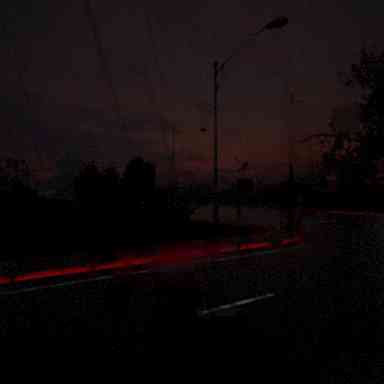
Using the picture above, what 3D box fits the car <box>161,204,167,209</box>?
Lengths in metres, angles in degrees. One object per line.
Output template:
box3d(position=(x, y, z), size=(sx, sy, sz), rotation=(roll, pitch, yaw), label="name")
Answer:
box3d(position=(-3.493, 1.179, 41.966), size=(2.150, 2.045, 5.566), rotation=(0, 0, -39), label="car")
